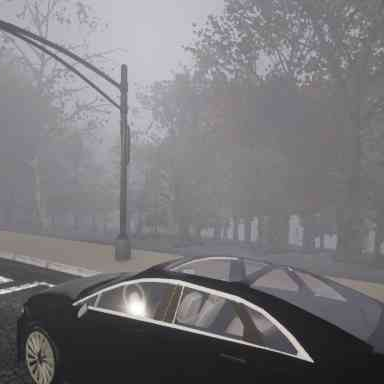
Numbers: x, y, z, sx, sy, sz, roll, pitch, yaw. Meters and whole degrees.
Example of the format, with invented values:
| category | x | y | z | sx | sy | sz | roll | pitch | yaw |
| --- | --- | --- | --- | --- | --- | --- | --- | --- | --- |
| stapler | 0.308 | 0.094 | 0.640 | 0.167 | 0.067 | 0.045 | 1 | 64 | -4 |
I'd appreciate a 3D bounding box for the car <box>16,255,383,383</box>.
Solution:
| category | x | y | z | sx | sy | sz | roll | pitch | yaw |
| --- | --- | --- | --- | --- | --- | --- | --- | --- | --- |
| car | 0.002 | 1.491 | 3.699 | 4.902 | 1.511 | 2.128 | 0 | 0 | 34 |
